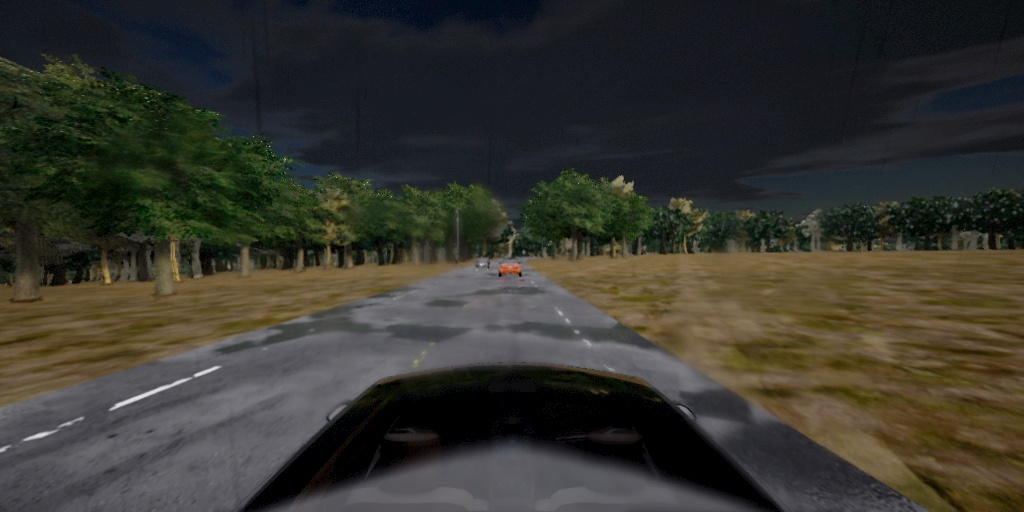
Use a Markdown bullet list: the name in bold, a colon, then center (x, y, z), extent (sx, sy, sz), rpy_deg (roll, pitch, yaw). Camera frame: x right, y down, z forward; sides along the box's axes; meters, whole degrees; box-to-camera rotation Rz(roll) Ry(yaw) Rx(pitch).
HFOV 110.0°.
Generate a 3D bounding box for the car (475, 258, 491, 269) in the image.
- **car**: center (-3.989, 0.986, 49.509), extent (2.128, 1.511, 4.902), rpy_deg (0, 1, 0)

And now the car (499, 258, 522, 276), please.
- **car**: center (-0.175, 0.974, 34.483), extent (2.097, 1.767, 4.553), rpy_deg (0, 0, -1)
